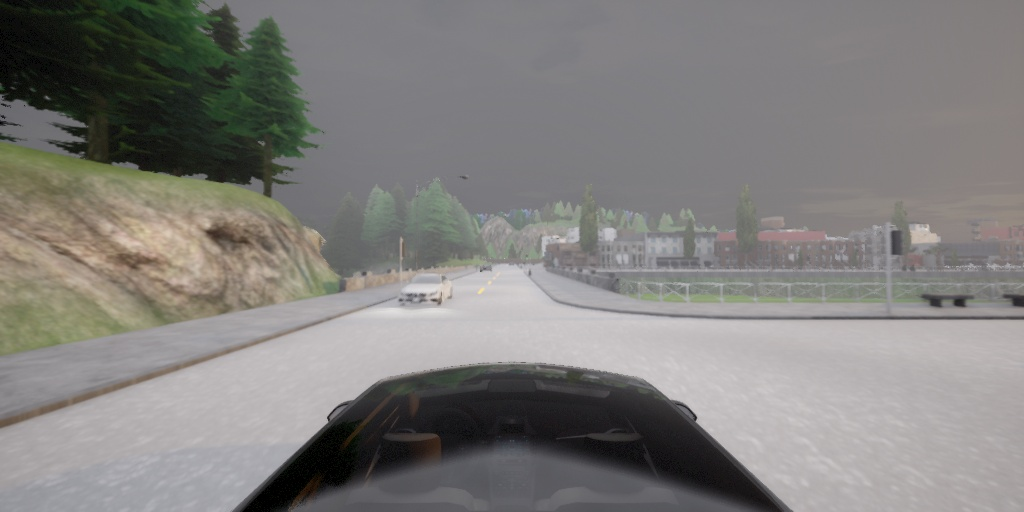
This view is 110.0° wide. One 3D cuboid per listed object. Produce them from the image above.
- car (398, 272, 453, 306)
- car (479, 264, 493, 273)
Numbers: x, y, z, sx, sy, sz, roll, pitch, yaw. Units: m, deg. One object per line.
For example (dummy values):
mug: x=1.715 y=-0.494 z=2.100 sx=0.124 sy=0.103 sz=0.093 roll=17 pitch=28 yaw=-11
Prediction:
car: x=-3.984 y=1.540 z=17.212 sx=1.812 sy=1.442 sz=4.674 roll=0 pitch=0 yaw=0
car: x=-4.019 y=1.893 z=56.408 sx=1.994 sy=1.385 sz=4.181 roll=0 pitch=-1 yaw=0
